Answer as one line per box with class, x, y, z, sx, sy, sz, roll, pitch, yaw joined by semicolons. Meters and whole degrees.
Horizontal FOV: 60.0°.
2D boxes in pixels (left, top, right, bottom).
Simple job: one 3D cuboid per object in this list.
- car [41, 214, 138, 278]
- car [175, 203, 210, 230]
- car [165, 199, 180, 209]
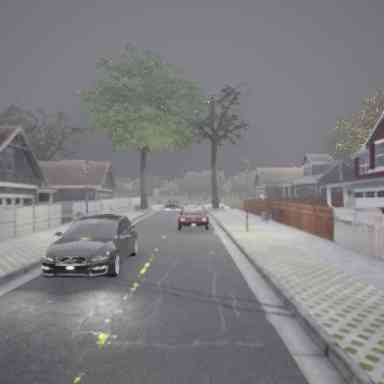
car;-2.848;1.500;10.235;1.837;1.490;4.892;0;1;0
car;0.086;1.618;21.258;1.895;1.301;4.718;0;0;0
car;-2.833;1.791;49.035;1.994;1.385;4.181;0;-1;0
